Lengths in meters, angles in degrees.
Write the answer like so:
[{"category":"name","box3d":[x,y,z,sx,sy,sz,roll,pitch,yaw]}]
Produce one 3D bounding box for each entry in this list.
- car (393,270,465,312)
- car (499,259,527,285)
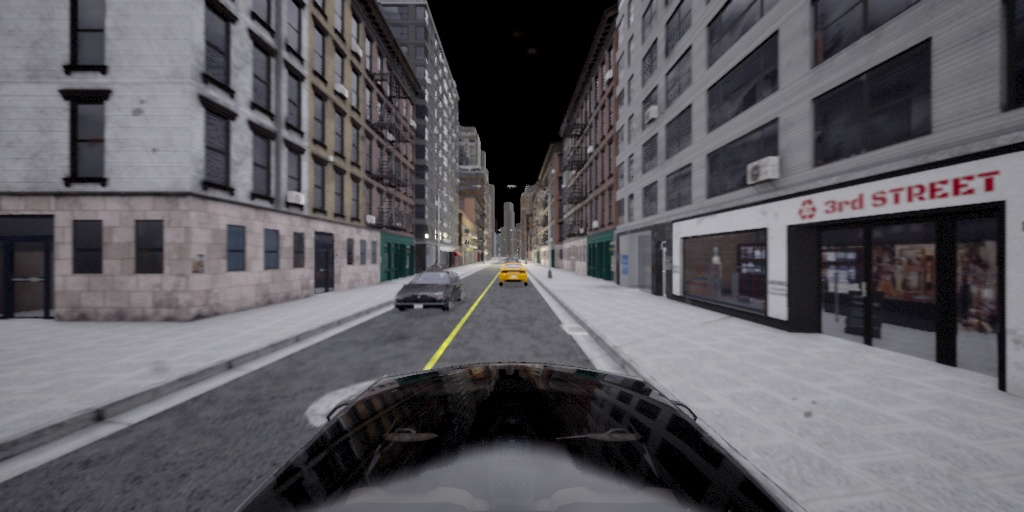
[{"category":"car","box3d":[-3.073,1.296,14.505,2.033,1.411,5.357,0,0,0]},{"category":"car","box3d":[0.099,1.225,26.033,1.882,1.535,5.008,0,0,0]}]
